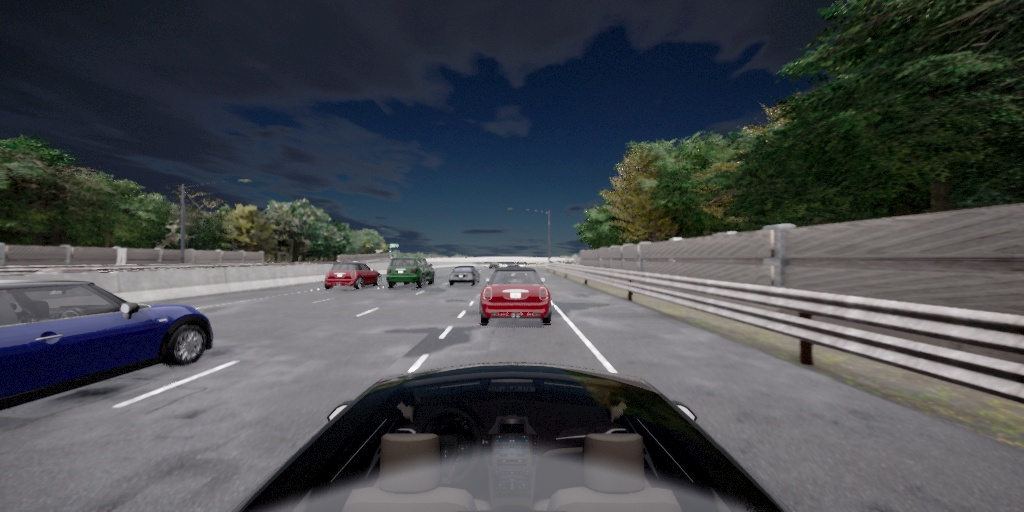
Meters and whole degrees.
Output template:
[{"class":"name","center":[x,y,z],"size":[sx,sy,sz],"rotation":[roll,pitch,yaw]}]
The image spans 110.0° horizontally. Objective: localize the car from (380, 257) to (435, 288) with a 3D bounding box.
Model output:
[{"class":"car","center":[-6.894,1.103,24.889],"size":[2.150,2.045,5.566],"rotation":[0,0,0]}]

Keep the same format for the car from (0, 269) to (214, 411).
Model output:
[{"class":"car","center":[-6.899,1.109,5.124],"size":[2.097,1.767,4.553],"rotation":[0,0,0]}]

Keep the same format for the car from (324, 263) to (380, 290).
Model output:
[{"class":"car","center":[-10.395,1.224,23.775],"size":[2.097,1.767,4.553],"rotation":[0,0,0]}]

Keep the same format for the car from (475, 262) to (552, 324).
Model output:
[{"class":"car","center":[0.102,1.138,12.200],"size":[2.097,1.767,4.553],"rotation":[0,0,0]}]

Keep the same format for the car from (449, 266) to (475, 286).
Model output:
[{"class":"car","center":[-3.494,1.446,26.977],"size":[2.033,1.411,5.357],"rotation":[0,0,0]}]
